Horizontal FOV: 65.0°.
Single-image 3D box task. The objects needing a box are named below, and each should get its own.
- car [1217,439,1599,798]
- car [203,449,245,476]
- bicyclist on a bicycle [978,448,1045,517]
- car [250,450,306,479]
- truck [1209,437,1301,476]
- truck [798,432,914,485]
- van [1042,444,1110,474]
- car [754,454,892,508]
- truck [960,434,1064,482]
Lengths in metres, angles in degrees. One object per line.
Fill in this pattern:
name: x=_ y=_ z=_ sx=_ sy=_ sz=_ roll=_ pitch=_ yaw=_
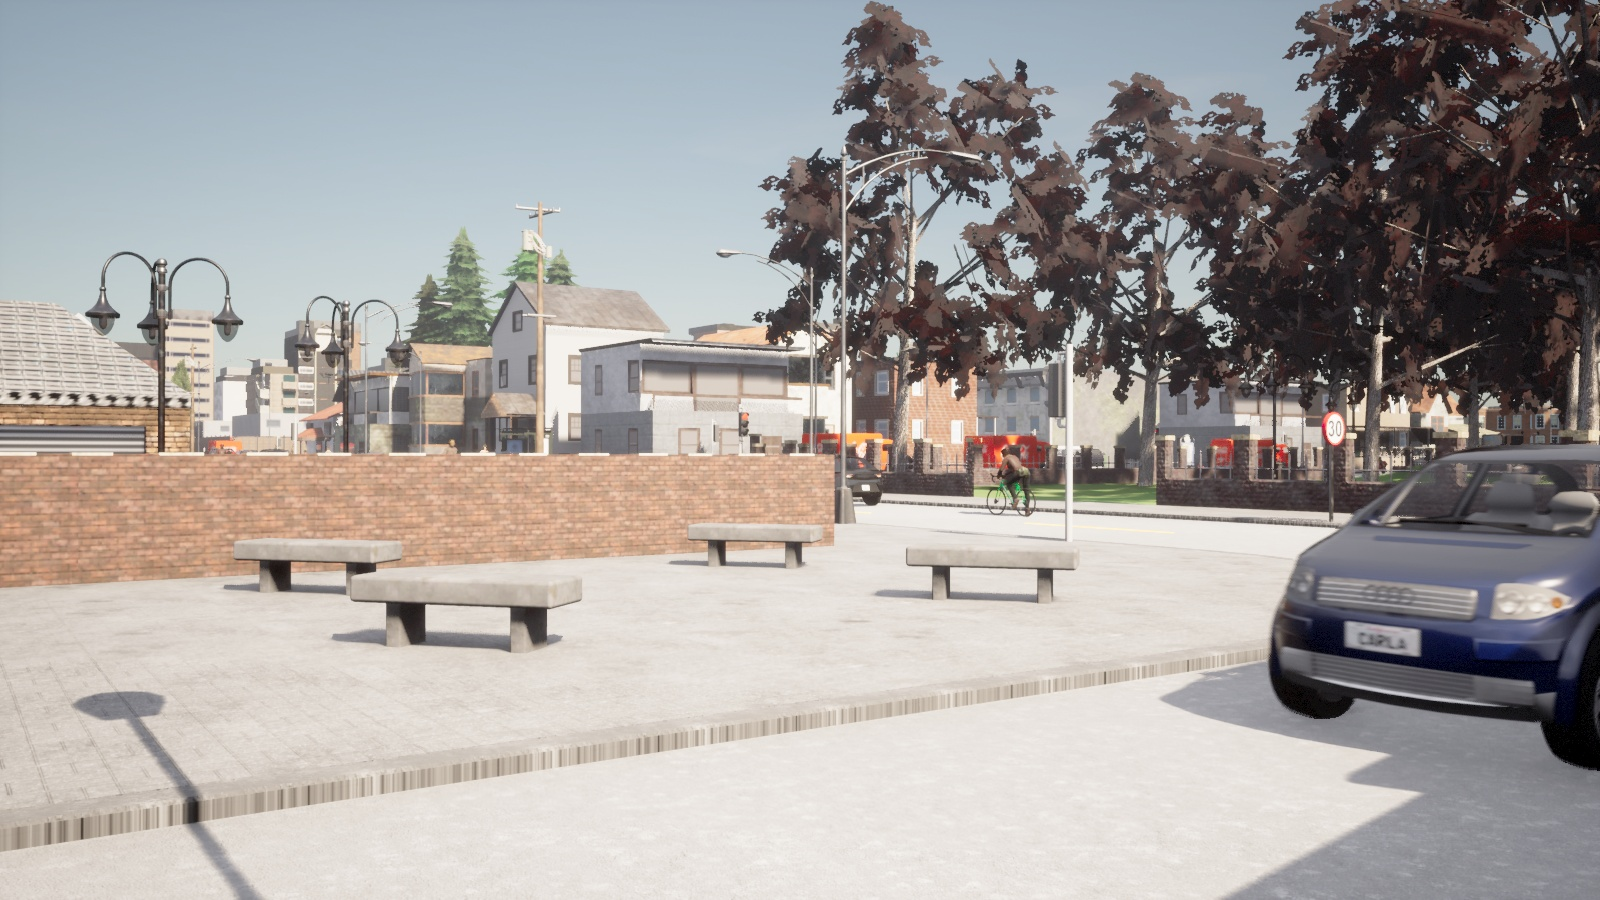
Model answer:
car: x=4.310 y=0.732 z=7.239 sx=3.705 sy=1.549 sz=1.789 roll=0 pitch=0 yaw=-36
car: x=-40.874 y=0.866 z=89.074 sx=1.932 sy=1.855 sz=4.605 roll=0 pitch=0 yaw=-35
bicyclist on a bicycle: x=5.038 y=0.760 z=30.000 sx=0.582 sy=1.620 sz=1.656 roll=0 pitch=0 yaw=-35
car: x=-31.357 y=0.840 z=75.362 sx=2.242 sy=1.667 sz=4.611 roll=0 pitch=0 yaw=-35
truck: x=29.658 y=0.394 z=81.879 sx=5.204 sy=2.467 sz=2.627 roll=0 pitch=0 yaw=-20
truck: x=2.738 y=0.402 z=61.153 sx=5.204 sy=2.467 sz=2.627 roll=0 pitch=0 yaw=-39
van: x=19.466 y=0.644 z=88.595 sx=2.069 sy=2.038 sz=4.480 roll=0 pitch=0 yaw=-35
car: x=0.603 y=0.846 z=36.427 sx=1.816 sy=1.474 sz=4.193 roll=0 pitch=0 yaw=-36
truck: x=11.362 y=0.398 z=67.218 sx=5.204 sy=2.467 sz=2.627 roll=0 pitch=0 yaw=-38
